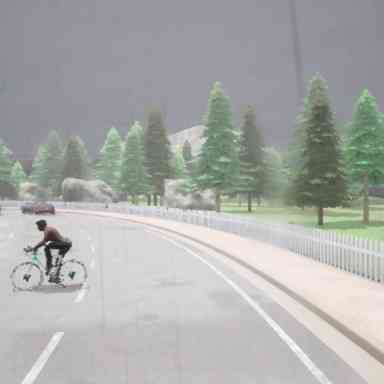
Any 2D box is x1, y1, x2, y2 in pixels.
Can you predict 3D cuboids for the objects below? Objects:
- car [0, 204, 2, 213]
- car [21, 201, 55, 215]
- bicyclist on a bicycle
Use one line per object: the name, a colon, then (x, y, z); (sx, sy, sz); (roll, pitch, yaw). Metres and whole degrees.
car: (-20.827, 1.492, 33.243); (4.902, 1.511, 2.128); (0, 0, 38)
car: (-15.556, 1.564, 33.477); (4.181, 1.385, 1.994); (0, 0, 42)
bicyclist on a bicycle: (-3.265, 1.453, 7.619); (1.656, 1.620, 0.582); (-1, 0, -11)
